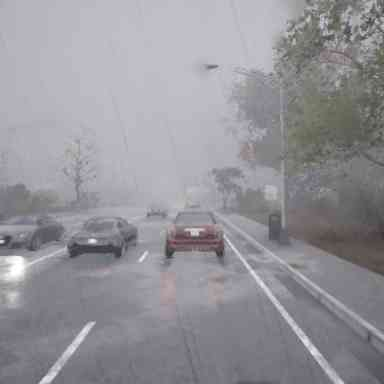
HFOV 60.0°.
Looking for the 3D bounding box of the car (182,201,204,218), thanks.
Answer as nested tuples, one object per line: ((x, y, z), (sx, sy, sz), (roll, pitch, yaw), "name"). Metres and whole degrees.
((0.091, 1.760, 34.919), (2.128, 1.511, 4.902), (0, 0, 0), "car")

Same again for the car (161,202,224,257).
((0.096, 1.455, 13.566), (2.097, 1.767, 4.553), (0, 0, 0), "car")

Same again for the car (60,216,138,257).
((-3.417, 1.666, 13.437), (1.994, 1.385, 4.181), (0, 0, 0), "car")

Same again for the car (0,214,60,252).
((-7.103, 1.673, 14.353), (1.994, 1.385, 4.181), (0, 0, 0), "car")

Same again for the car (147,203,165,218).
((-3.409, 1.805, 33.503), (2.033, 1.411, 5.357), (0, 0, 0), "car")
